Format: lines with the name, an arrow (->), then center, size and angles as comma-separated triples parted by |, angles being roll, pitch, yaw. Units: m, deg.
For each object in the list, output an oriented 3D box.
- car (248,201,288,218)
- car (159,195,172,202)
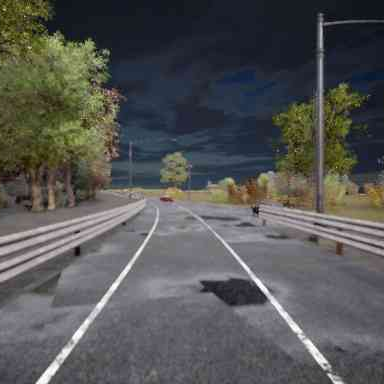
car -> 6.839, 1.555, 30.282 | 2.128, 1.511, 4.902 | 1, 0, -17
car -> -5.740, 1.411, 71.872 | 1.882, 1.535, 5.008 | 0, 0, -17
